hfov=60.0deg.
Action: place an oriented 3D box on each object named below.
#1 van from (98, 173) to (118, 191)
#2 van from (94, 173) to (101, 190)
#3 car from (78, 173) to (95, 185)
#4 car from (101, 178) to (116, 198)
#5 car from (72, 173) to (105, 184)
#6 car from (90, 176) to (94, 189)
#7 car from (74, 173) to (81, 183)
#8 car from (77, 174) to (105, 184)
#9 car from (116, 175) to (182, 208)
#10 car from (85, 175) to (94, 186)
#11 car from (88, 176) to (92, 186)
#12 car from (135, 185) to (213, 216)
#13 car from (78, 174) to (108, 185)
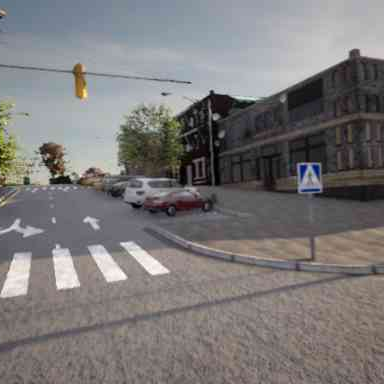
[{"bbox_3d":[-6.746,-0.656,33.776,4.442,1.987,1.878,-4,6,-43],"label":"van"},{"bbox_3d":[-7.931,-0.844,36.557,4.442,1.987,1.878,-4,6,-43],"label":"van"},{"bbox_3d":[-14.861,-1.758,53.409,5.366,1.575,1.946,-4,5,-43],"label":"car"},{"bbox_3d":[-5.492,-0.248,31.096,4.892,1.521,2.231,-4,5,-43],"label":"car"},{"bbox_3d":[-19.902,-2.580,64.247,5.566,2.045,2.435,-2,-1,-43],"label":"car"},{"bbox_3d":[-8.892,-0.824,39.560,5.366,1.575,1.946,-4,5,-43],"label":"car"},{"bbox_3d":[-16.228,-2.182,56.008,5.566,2.045,2.435,-4,6,-44],"label":"car"},{"bbox_3d":[-18.650,-2.393,61.578,4.553,1.767,2.185,-2,2,-44],"label":"car"},{"bbox_3d":[-1.929,0.061,22.775,5.566,2.045,2.435,-4,5,-43],"label":"car"},{"bbox_3d":[-11.404,-1.147,44.990,4.674,1.452,2.002,-4,5,-43],"label":"car"},{"bbox_3d":[-10.205,-0.960,42.215,4.674,1.452,2.002,-4,6,-43],"label":"car"},{"bbox_3d":[-0.760,0.540,20.002,4.674,1.452,2.002,-4,5,-43],"label":"car"},{"bbox_3d":[-17.467,-2.244,58.798,4.553,1.767,2.185,-3,5,-44],"label":"car"}]
